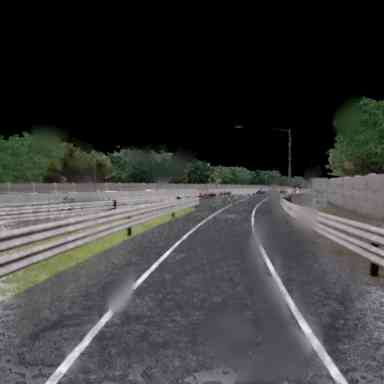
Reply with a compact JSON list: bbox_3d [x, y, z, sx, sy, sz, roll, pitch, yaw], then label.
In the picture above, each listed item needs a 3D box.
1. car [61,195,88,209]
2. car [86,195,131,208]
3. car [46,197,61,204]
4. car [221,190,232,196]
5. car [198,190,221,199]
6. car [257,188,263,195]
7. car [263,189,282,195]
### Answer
[{"bbox_3d":[-11.779,1.105,37.770,2.128,1.511,4.902,1,2,31],"label":"car"},{"bbox_3d":[-8.754,1.252,36.012,1.895,1.301,4.718,1,2,31],"label":"car"},{"bbox_3d":[-14.779,1.173,39.575,1.895,1.301,4.718,1,2,31],"label":"car"},{"bbox_3d":[7.726,0.270,77.607,1.895,1.301,4.718,1,1,31],"label":"car"},{"bbox_3d":[3.066,0.336,62.870,2.097,1.767,4.553,0,2,31],"label":"car"},{"bbox_3d":[18.875,-0.014,89.577,1.837,1.490,4.892,1,1,31],"label":"car"},{"bbox_3d":[20.867,0.089,86.071,2.033,1.411,5.357,1,1,31],"label":"car"}]
